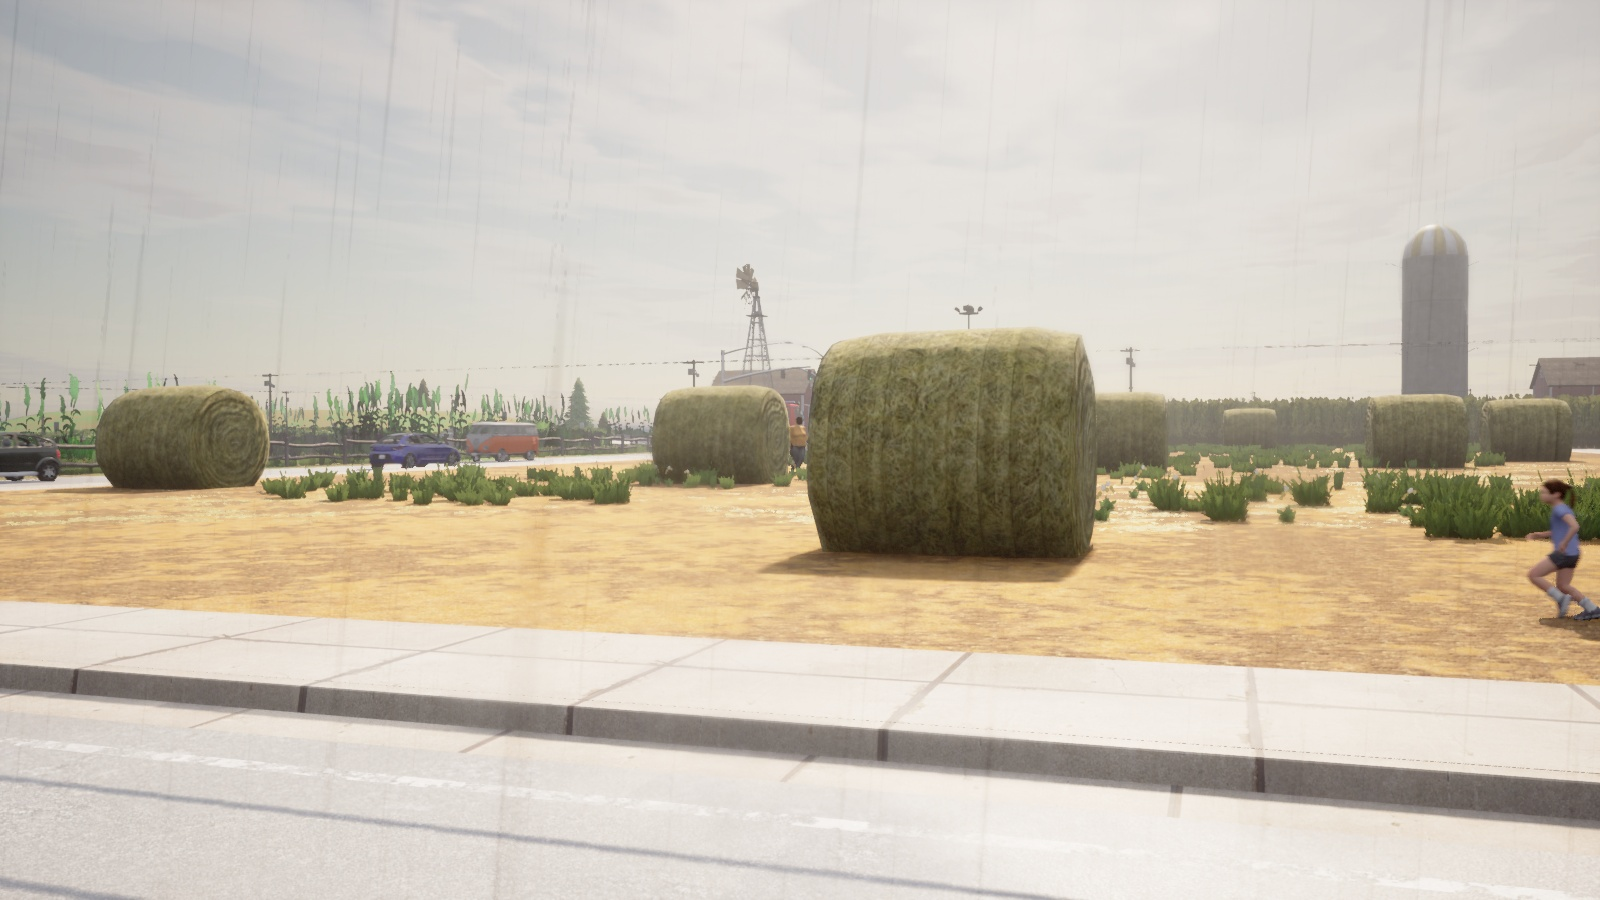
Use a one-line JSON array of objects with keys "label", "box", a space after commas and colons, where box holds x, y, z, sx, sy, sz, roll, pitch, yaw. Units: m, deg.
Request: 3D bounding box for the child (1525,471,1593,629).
[{"label": "child", "box": [5.542, 0.715, 9.167, 0.394, 1.110, 0.255, 1, 1, 35]}]

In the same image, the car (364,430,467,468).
[{"label": "car", "box": [-15.716, -0.079, 51.551, 1.816, 1.474, 4.193, 1, 1, 21]}]

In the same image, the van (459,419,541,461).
[{"label": "van", "box": [-14.983, -0.521, 63.022, 1.775, 1.987, 4.442, 1, 1, 21]}]

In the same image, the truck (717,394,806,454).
[{"label": "truck", "box": [-2.522, -1.747, 85.215, 2.891, 3.827, 8.468, 1, 1, 22]}]

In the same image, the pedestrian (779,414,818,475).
[{"label": "pedestrian", "box": [-0.038, -0.176, 38.701, 0.874, 1.855, 0.900, 0, 1, -28]}]

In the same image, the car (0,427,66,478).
[{"label": "car", "box": [-24.682, 0.065, 38.242, 1.789, 1.549, 3.705, 1, 1, 21]}]
